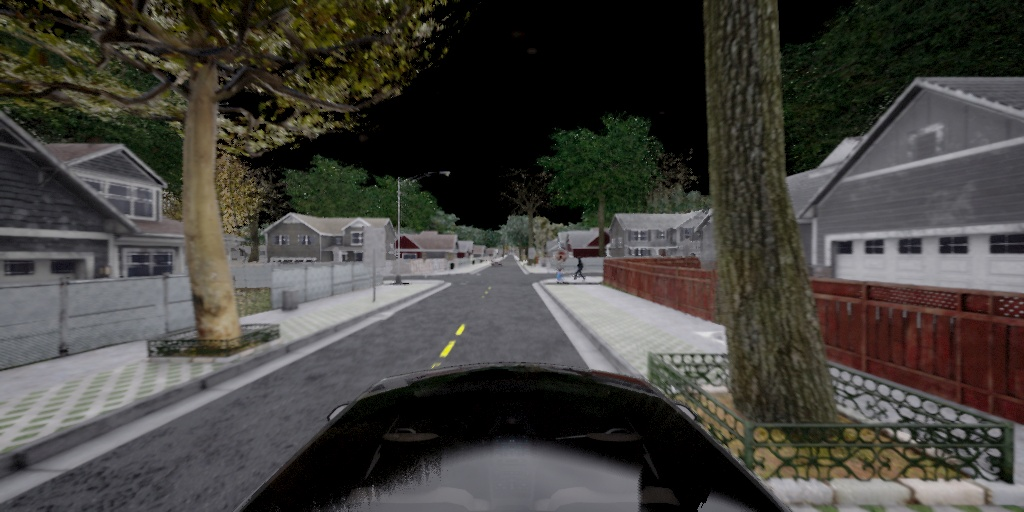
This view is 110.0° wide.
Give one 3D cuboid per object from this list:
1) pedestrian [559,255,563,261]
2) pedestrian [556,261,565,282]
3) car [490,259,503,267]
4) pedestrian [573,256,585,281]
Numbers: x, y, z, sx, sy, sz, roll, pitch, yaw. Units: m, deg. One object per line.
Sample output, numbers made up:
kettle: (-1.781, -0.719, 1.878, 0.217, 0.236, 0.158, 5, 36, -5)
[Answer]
pedestrian: (3.512, 0.866, 25.839, 0.375, 1.860, 0.375, 0, 0, 0)
pedestrian: (3.335, 1.146, 24.641, 0.375, 1.300, 0.375, 0, 0, 0)
car: (-2.759, 1.196, 65.190, 1.812, 1.442, 4.674, 0, 0, 1)
pedestrian: (4.716, 0.867, 25.240, 0.375, 1.860, 0.375, 0, 0, 0)
